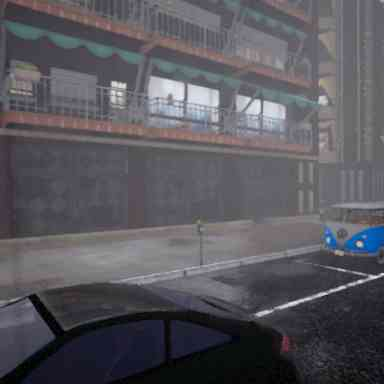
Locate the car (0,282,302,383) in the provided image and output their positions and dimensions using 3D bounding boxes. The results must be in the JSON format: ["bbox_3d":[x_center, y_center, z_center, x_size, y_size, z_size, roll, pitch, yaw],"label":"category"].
[{"bbox_3d":[-1.046,1.557,2.630,4.181,1.385,1.994,-1,1,-35],"label":"car"}]

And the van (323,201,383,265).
[{"bbox_3d":[5.942,1.205,10.781,3.998,1.788,1.690,-1,1,-35],"label":"van"}]
